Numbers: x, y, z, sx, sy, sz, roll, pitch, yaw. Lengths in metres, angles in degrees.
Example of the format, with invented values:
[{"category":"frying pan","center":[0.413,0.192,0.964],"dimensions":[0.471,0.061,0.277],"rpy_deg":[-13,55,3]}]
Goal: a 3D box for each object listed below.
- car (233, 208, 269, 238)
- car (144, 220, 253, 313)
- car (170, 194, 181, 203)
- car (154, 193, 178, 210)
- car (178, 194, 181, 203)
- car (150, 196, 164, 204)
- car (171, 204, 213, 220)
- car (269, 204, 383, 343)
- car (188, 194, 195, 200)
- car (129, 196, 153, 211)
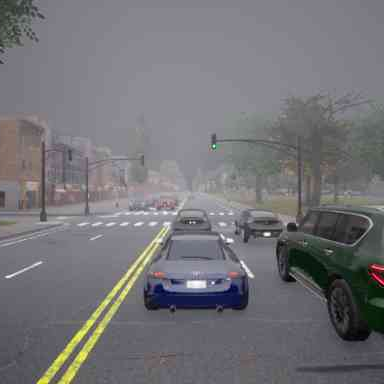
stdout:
[{"category":"car","center":[3.261,1.584,16.807],"dimensions":[1.837,1.490,4.892],"rpy_deg":[0,0,0]},{"category":"car","center":[0.064,1.583,7.785],"dimensions":[1.994,1.385,4.181],"rpy_deg":[0,0,0]},{"category":"car","center":[-3.403,1.262,68.932],"dimensions":[2.097,1.767,4.553],"rpy_deg":[0,1,0]},{"category":"car","center":[-3.450,1.329,44.883],"dimensions":[2.150,2.045,5.566],"rpy_deg":[0,0,0]},{"category":"car","center":[-3.447,1.251,55.395],"dimensions":[2.150,2.045,5.566],"rpy_deg":[0,1,1]},{"category":"car","center":[-6.686,1.507,63.465],"dimensions":[2.033,1.411,5.357],"rpy_deg":[0,0,0]},{"category":"car","center":[0.008,1.585,16.987],"dimensions":[1.837,1.490,4.892],"rpy_deg":[0,0,1]},{"category":"car","center":[3.313,1.235,6.600],"dimensions":[2.150,2.045,5.566],"rpy_deg":[0,0,0]},{"category":"car","center":[-0.179,1.304,84.357],"dimensions":[2.128,1.511,4.902],"rpy_deg":[0,0,0]},{"category":"car","center":[-6.688,1.469,42.600],"dimensions":[2.097,1.767,4.553],"rpy_deg":[0,0,0]}]
